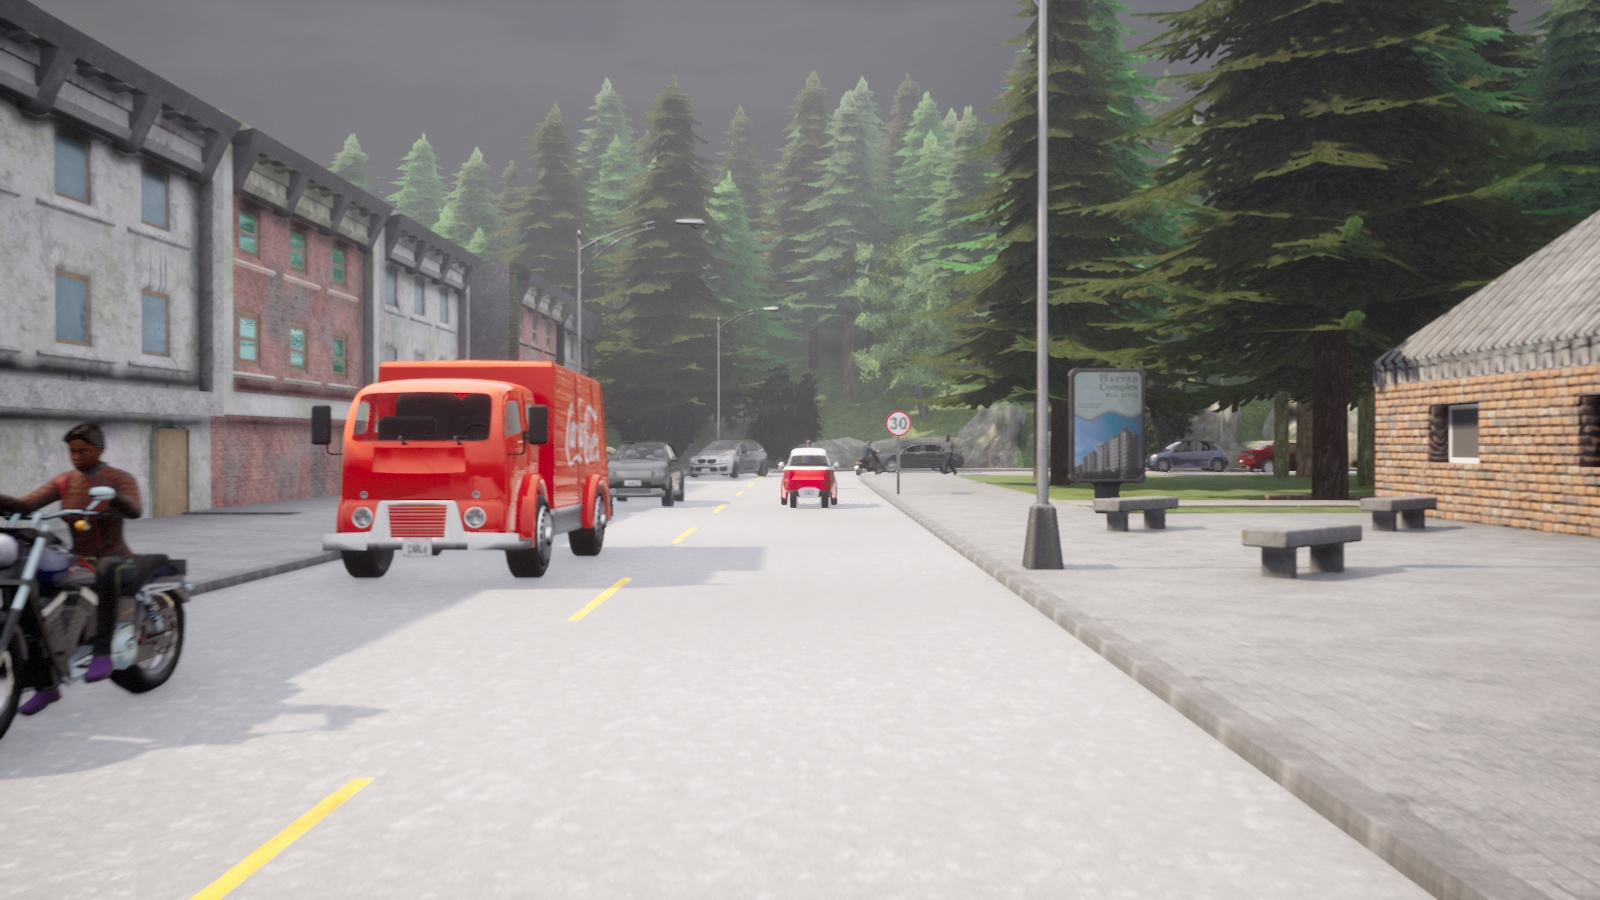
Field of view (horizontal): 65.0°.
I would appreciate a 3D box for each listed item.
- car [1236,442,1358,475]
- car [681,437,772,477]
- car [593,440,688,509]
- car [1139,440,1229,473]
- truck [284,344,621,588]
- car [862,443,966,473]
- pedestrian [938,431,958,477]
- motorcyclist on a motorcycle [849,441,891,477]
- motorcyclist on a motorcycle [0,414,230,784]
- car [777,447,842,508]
[{"bbox_3d":[23.426,0.409,59.299,5.008,1.535,1.882,0,0,0],"label":"car"},{"bbox_3d":[-3.138,0.281,54.798,2.242,1.667,4.611,0,0,22],"label":"car"},{"bbox_3d":[-3.779,0.552,30.232,1.789,1.549,3.705,0,0,0],"label":"car"},{"bbox_3d":[19.324,0.303,63.303,3.988,1.617,1.851,0,0,0],"label":"car"},{"bbox_3d":[-3.888,0.179,15.312,2.627,2.467,5.204,0,0,0],"label":"truck"},{"bbox_3d":[5.693,0.403,62.812,4.892,1.490,1.837,0,0,-9],"label":"car"},{"bbox_3d":[6.261,0.162,53.055,0.788,1.949,0.423,0,0,-38],"label":"pedestrian"},{"bbox_3d":[3.172,0.382,56.985,1.817,1.590,0.866,0,2,-44],"label":"motorcyclist on a motorcycle"},{"bbox_3d":[-3.949,0.656,6.658,0.766,1.649,2.350,0,0,0],"label":"motorcyclist on a motorcycle"},{"bbox_3d":[0.218,0.633,29.893,1.481,1.376,2.207,0,1,0],"label":"car"}]
